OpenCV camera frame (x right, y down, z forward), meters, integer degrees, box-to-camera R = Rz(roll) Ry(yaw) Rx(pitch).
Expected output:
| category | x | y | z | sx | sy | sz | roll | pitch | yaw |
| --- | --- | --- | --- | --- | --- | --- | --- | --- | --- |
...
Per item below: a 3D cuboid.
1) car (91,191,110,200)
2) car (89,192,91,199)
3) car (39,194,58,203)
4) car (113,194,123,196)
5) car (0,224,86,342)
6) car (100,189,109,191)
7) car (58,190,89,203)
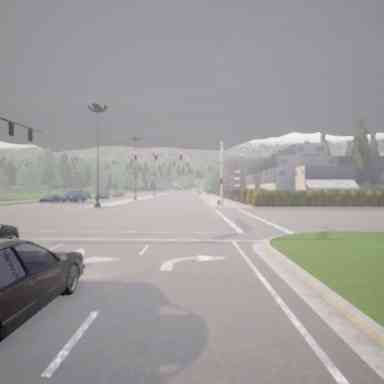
| category | x | y | z | sx | sy | sz | roll | pitch | yaw |
| --- | --- | --- | --- | --- | --- | --- | --- | --- | --- |
| car | -18.484 | 0.915 | 67.769 | 1.895 | 1.301 | 4.718 | 0 | 1 | 0 |
| car | -21.984 | 0.677 | 67.580 | 2.097 | 1.767 | 4.553 | 0 | 1 | 0 |
| car | -22.051 | 1.024 | 52.184 | 2.033 | 1.411 | 5.357 | 0 | 1 | 0 |
| car | -18.383 | 0.691 | 83.126 | 2.033 | 1.411 | 5.357 | 0 | 1 | 0 |
| car | -3.413 | 1.492 | 5.412 | 2.033 | 1.411 | 5.357 | 0 | 1 | 0 |
| car | -21.886 | 0.382 | 82.699 | 2.150 | 2.045 | 5.566 | 0 | 1 | 0 |
| car | -18.553 | 0.698 | 52.308 | 2.150 | 2.045 | 5.566 | 0 | 0 | 0 |
